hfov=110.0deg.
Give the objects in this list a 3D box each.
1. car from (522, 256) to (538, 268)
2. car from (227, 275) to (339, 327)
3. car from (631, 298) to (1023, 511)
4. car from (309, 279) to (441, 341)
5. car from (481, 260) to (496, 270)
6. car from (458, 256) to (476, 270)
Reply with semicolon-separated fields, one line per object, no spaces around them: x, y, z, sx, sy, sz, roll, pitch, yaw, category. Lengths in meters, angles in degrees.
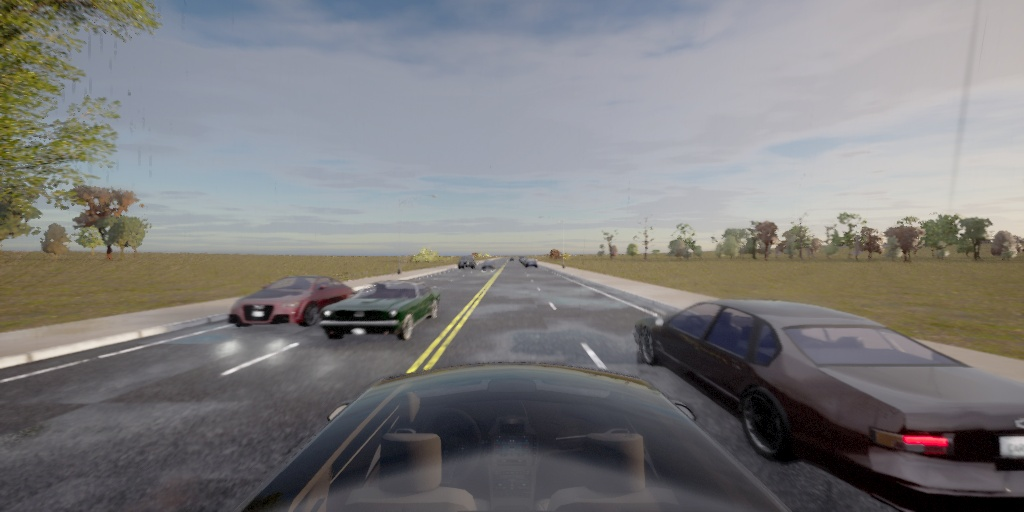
3.245;1.240;60.266;2.163;1.488;4.792;0;0;0;car
-6.598;1.313;11.309;1.994;1.385;4.181;0;0;0;car
3.351;1.298;4.872;2.033;1.411;5.357;0;0;0;car
-3.350;1.350;10.060;1.895;1.301;4.718;0;0;0;car
-3.305;1.286;51.350;2.033;1.411;5.357;0;0;1;car
-6.554;0.960;52.654;2.150;2.045;5.566;0;0;1;car
